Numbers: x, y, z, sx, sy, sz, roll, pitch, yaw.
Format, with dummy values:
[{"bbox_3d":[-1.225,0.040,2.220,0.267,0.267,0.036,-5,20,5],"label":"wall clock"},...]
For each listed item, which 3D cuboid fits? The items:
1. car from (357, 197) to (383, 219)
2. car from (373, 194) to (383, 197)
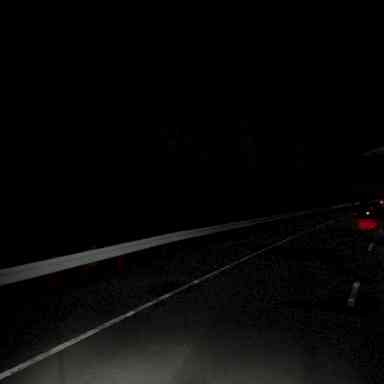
[{"bbox_3d":[16.006,1.505,29.643,1.837,1.490,4.892,0,0,35],"label":"car"},{"bbox_3d":[22.050,1.221,38.187,2.150,2.045,5.566,0,0,35],"label":"car"}]
